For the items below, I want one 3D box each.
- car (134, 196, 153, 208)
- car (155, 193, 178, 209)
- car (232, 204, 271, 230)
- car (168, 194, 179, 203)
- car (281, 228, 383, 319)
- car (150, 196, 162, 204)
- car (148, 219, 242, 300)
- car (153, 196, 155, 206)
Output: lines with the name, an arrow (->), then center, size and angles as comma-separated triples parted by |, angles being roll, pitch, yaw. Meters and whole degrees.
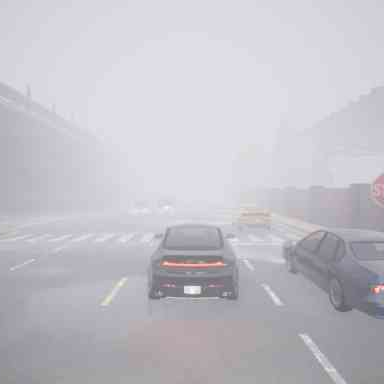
car -> -7.007, 1.601, 46.880 | 1.895, 1.301, 4.718 | 0, 0, -1
car -> -3.498, 1.221, 46.815 | 2.150, 2.045, 5.566 | 0, 0, -1
car -> 3.669, 1.478, 21.091 | 1.882, 1.535, 5.008 | 0, 0, 1
car -> -3.788, 1.352, 67.906 | 2.097, 1.767, 4.553 | 0, 0, -1
car -> 3.604, 1.547, 7.622 | 2.033, 1.411, 5.357 | 0, 0, 0
car -> -7.280, 1.547, 67.740 | 2.033, 1.411, 5.357 | 0, 0, -1
car -> 0.059, 1.505, 8.379 | 1.837, 1.490, 4.892 | 0, 0, 1
car -> -7.156, 1.477, 56.257 | 1.882, 1.535, 5.008 | 0, 0, -1
